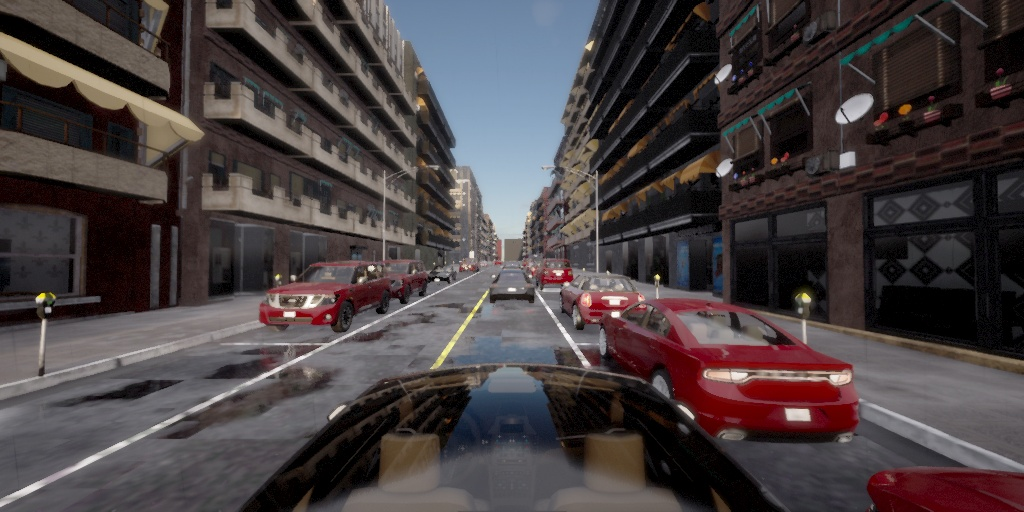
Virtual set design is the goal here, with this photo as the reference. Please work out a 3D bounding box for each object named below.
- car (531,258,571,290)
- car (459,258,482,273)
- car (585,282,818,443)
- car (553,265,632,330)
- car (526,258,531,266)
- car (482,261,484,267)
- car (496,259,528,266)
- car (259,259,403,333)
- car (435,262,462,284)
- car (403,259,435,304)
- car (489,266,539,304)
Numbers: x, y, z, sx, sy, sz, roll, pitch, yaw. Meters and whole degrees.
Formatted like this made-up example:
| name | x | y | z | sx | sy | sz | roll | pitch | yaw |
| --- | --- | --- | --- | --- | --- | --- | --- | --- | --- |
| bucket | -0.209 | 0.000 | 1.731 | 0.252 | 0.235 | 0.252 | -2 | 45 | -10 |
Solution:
| name | x | y | z | sx | sy | sz | roll | pitch | yaw |
| --- | --- | --- | --- | --- | --- | --- | --- | --- | --- |
| car | 2.534 | 1.085 | 22.055 | 2.192 | 1.841 | 5.009 | 0 | 0 | 0 |
| car | -5.314 | 1.134 | 44.235 | 2.192 | 1.841 | 5.009 | 0 | 0 | 0 |
| car | 2.568 | 1.297 | 5.462 | 1.888 | 1.381 | 4.507 | 0 | 0 | 0 |
| car | 2.576 | 1.197 | 10.994 | 1.967 | 1.591 | 4.097 | 0 | 0 | 0 |
| car | 2.534 | 1.231 | 33.118 | 1.967 | 1.591 | 4.097 | 0 | 0 | 0 |
| car | -5.314 | 1.382 | 49.766 | 1.888 | 1.381 | 4.507 | 0 | 0 | 0 |
| car | 0.000 | 1.284 | 31.510 | 2.128 | 1.511 | 4.902 | 0 | 0 | 0 |
| car | -5.314 | 1.072 | 11.054 | 2.192 | 1.841 | 5.009 | 0 | 0 | 0 |
| car | -5.314 | 1.346 | 27.646 | 1.948 | 1.339 | 4.313 | 0 | 0 | 0 |
| car | -5.314 | 1.078 | 16.584 | 2.192 | 1.841 | 5.009 | 0 | 0 | 0 |
| car | 0.000 | 1.337 | 16.504 | 1.994 | 1.385 | 4.181 | 0 | 0 | 0 |
